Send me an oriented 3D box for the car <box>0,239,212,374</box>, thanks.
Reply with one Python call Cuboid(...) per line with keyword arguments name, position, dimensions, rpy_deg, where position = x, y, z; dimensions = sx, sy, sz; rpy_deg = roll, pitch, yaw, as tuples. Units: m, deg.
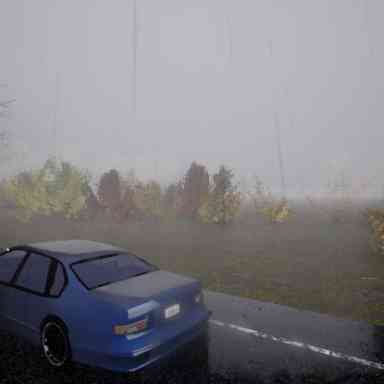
Cuboid(name="car", position=(-2.286, 1.548, 5.661), dimensions=(5.357, 1.411, 2.033), rpy_deg=(0, 0, 36))
